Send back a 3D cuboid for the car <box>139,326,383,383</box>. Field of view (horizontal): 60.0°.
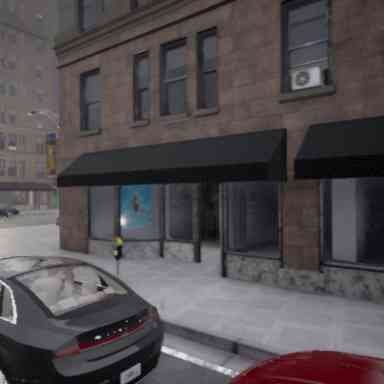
[{"bbox_3d":[2.091,1.541,1.366,4.507,1.381,1.887,0,-1,35],"label":"car"}]

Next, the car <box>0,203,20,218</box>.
[{"bbox_3d":[-18.514,1.737,30.830,1.812,1.442,4.674,-1,-1,37],"label":"car"}]

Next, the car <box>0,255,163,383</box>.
[{"bbox_3d":[-2.381,1.565,4.552,4.403,1.369,2.008,0,-1,35],"label":"car"}]
